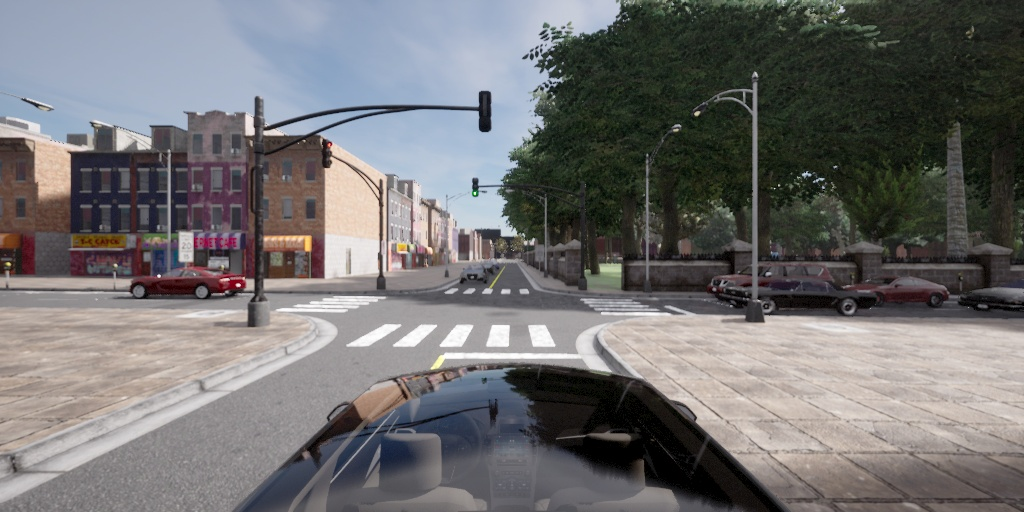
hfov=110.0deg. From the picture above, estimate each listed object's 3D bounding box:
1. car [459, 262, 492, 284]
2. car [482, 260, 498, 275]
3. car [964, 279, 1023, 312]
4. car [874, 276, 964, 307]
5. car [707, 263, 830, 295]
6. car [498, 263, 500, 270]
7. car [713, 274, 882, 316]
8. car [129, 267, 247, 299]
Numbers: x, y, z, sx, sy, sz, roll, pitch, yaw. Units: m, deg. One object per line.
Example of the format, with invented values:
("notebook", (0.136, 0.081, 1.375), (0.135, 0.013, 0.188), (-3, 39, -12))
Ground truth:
("car", (-2.860, 1.365, 27.900), (1.994, 1.385, 4.181), (0, 0, 0))
("car", (-2.866, 1.322, 39.784), (1.837, 1.490, 4.892), (0, 0, 0))
("car", (20.687, 1.570, 13.712), (5.357, 1.411, 2.033), (1, 0, 0))
("car", (17.153, 1.563, 16.263), (4.207, 1.307, 1.802), (0, 0, 0))
("car", (11.705, 1.233, 16.280), (5.009, 1.841, 2.192), (0, 0, 0))
("car", (-2.851, 1.352, 53.098), (1.812, 1.442, 4.674), (0, 1, 0))
("car", (10.760, 1.508, 13.792), (4.718, 1.301, 1.895), (1, 0, 2))
("car", (-14.723, 1.180, 16.359), (4.507, 1.381, 1.888), (0, 0, 0))
